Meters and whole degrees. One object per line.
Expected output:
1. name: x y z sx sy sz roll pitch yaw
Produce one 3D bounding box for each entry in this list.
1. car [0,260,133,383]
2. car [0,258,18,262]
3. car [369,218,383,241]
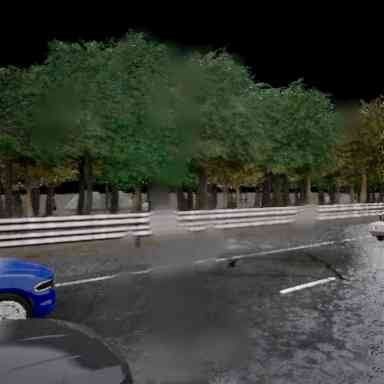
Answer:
1. car: -2.688 1.506 1.829 4.892 1.490 1.837 0 0 -35
2. car: -4.621 1.478 4.750 5.008 1.535 1.882 0 0 -35
3. car: 10.225 1.579 15.335 4.718 1.301 1.895 0 0 -35
